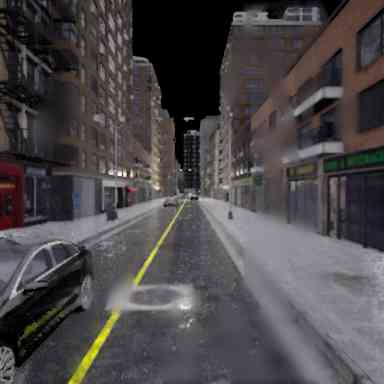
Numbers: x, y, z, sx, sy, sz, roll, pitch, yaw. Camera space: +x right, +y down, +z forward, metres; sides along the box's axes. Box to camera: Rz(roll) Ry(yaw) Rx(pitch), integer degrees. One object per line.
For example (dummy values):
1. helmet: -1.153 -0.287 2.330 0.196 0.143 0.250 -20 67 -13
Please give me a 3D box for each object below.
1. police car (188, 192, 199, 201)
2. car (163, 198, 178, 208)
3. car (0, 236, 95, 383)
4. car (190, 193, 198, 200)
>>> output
1. police car: 0.611 1.307 78.345 1.930 1.638 5.238 0 0 0
2. car: -2.957 1.514 47.069 1.994 1.385 4.181 0 0 0
3. car: -2.862 1.488 4.841 2.128 1.511 4.902 0 0 0
4. car: 0.583 1.206 88.206 2.097 1.767 4.553 0 0 0
